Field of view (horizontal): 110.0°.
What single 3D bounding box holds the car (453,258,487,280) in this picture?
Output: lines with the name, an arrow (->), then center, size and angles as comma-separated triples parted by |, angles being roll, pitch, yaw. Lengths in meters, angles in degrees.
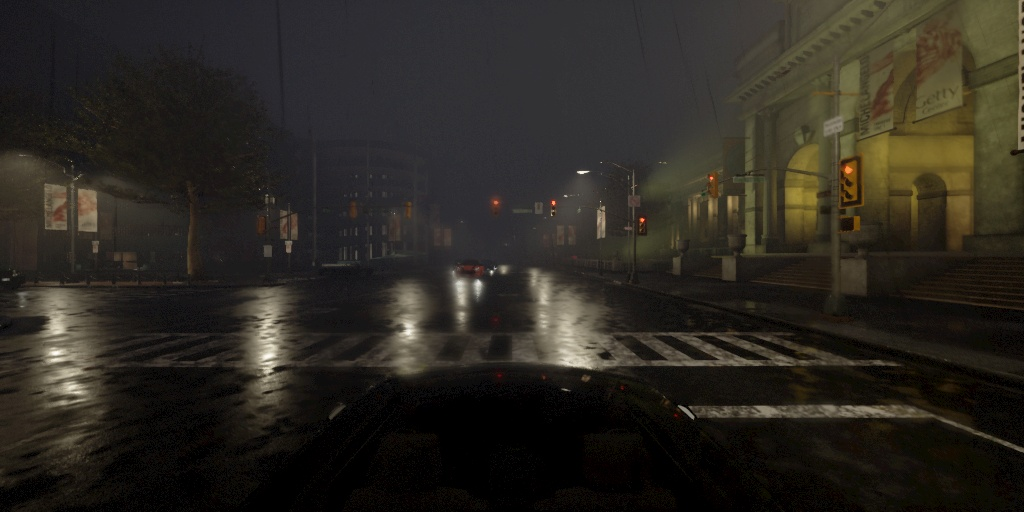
car -> -3.598, 1.102, 31.536 | 2.097, 1.767, 4.553 | 0, 0, 0

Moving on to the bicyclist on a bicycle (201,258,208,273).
bicyclist on a bicycle -> -34.228, 1.051, 39.560 | 0.582, 1.620, 1.656 | 0, 0, 0

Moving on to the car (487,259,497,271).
car -> -3.598, 1.228, 50.908 | 1.882, 1.535, 5.008 | 0, 0, 0

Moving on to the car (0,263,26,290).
car -> -31.114, 0.971, 20.095 | 5.566, 2.045, 2.150 | 0, 0, 0

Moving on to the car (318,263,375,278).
car -> -15.229, 1.351, 33.081 | 4.718, 1.301, 1.895 | 0, 0, -23
